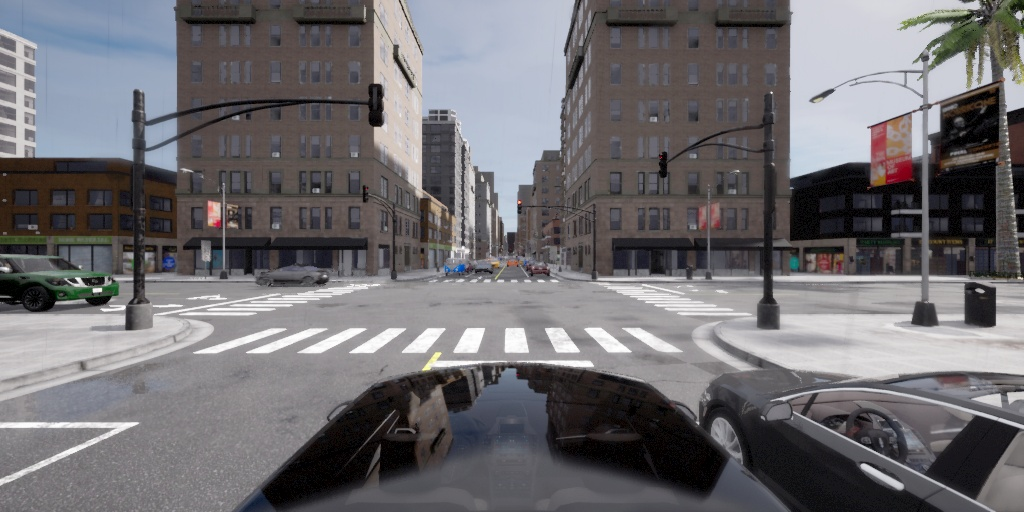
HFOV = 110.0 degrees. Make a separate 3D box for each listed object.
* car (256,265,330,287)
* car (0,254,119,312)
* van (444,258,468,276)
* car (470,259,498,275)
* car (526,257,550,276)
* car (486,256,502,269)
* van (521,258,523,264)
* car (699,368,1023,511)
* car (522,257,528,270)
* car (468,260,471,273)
[{"bbox_3d":[-14.353,1.284,23.647,4.181,1.385,1.994,0,0,-2],"label":"car"},{"bbox_3d":[-18.522,0.949,13.607,5.566,2.045,2.150,0,0,0],"label":"car"},{"bbox_3d":[-5.785,1.093,36.461,1.690,1.789,3.998,0,0,0],"label":"van"},{"bbox_3d":[-3.019,1.300,39.705,2.033,1.411,5.357,0,0,0],"label":"car"},{"bbox_3d":[2.741,1.192,36.442,1.967,1.591,4.097,0,0,0],"label":"car"},{"bbox_3d":[-2.968,1.231,56.626,1.882,1.535,5.008,0,0,0],"label":"car"},{"bbox_3d":[2.795,1.094,59.119,1.690,1.789,3.998,0,0,0],"label":"van"},{"bbox_3d":[2.668,1.300,1.793,2.007,1.370,4.403,0,0,0],"label":"car"},{"bbox_3d":[2.768,1.193,47.781,1.967,1.591,4.097,0,0,0],"label":"car"},{"bbox_3d":[-5.771,1.193,42.129,1.967,1.591,4.097,0,0,0],"label":"car"}]
